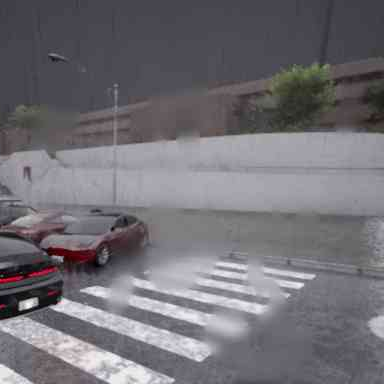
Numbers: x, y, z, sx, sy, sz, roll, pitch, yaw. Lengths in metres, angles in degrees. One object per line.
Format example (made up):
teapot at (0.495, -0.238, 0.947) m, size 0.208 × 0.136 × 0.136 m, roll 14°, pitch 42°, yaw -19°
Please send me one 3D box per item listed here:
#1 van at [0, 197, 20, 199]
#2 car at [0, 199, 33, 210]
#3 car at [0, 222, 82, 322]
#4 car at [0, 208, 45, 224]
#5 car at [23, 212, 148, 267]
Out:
van at (-10.419, 1.251, 17.047) m, size 1.878 × 1.987 × 4.442 m, roll 0°, pitch -1°, yaw 15°
car at (-8.028, 1.351, 15.172) m, size 2.185 × 1.767 × 4.553 m, roll 0°, pitch -1°, yaw 15°
car at (-4.523, 1.499, 6.602) m, size 4.892 × 1.490 × 1.837 m, roll 0°, pitch 0°, yaw 35°
car at (-5.595, 1.520, 13.465) m, size 2.002 × 1.452 × 4.674 m, roll 0°, pitch -1°, yaw 15°
car at (-3.149, 1.511, 11.696) m, size 2.163 × 1.488 × 4.792 m, roll 1°, pitch -1°, yaw 15°
